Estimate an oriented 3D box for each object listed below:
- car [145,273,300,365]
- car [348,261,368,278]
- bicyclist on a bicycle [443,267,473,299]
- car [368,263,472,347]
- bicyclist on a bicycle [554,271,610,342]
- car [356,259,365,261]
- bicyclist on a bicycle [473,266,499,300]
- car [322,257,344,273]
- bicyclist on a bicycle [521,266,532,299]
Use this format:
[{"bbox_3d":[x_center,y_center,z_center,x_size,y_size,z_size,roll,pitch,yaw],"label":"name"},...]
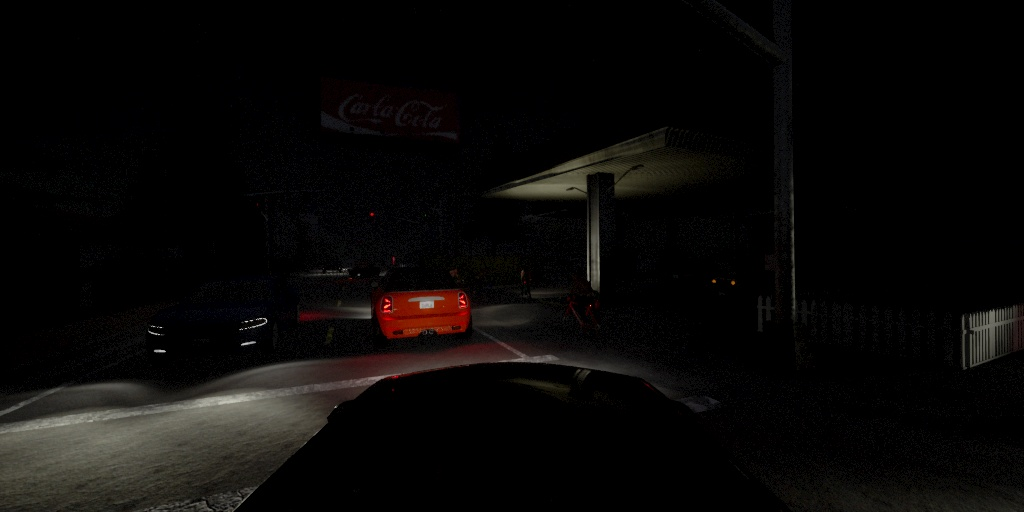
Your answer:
[{"bbox_3d":[-6.294,1.204,8.382,1.882,1.535,5.008,0,0,-24],"label":"car"},{"bbox_3d":[-14.835,1.456,36.385,1.895,1.301,4.718,0,1,-6],"label":"car"},{"bbox_3d":[-2.700,1.305,16.396,1.656,1.620,0.582,1,0,37],"label":"bicyclist on a bicycle"},{"bbox_3d":[-2.585,1.048,9.470,2.097,1.767,4.553,0,0,-22],"label":"car"},{"bbox_3d":[1.666,1.197,8.705,0.582,1.620,1.656,3,-2,-43],"label":"bicyclist on a bicycle"},{"bbox_3d":[-24.962,1.304,59.135,2.097,1.767,4.553,0,0,-24],"label":"car"},{"bbox_3d":[-1.399,1.332,17.784,1.656,1.620,0.582,0,0,-21],"label":"bicyclist on a bicycle"},{"bbox_3d":[-23.928,1.150,47.732,2.150,2.045,5.566,0,0,-25],"label":"car"},{"bbox_3d":[0.709,1.323,17.909,0.582,1.620,1.656,-1,0,16],"label":"bicyclist on a bicycle"}]
